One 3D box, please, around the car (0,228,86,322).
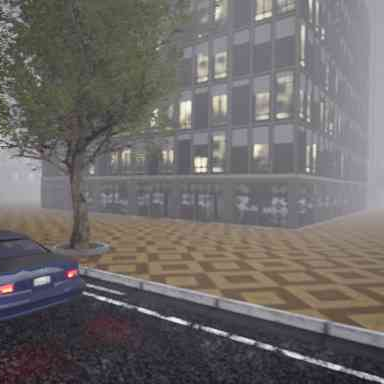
[{"bbox_3d":[-4.502,1.479,6.881,5.357,1.411,2.033,1,0,35],"label":"car"}]
